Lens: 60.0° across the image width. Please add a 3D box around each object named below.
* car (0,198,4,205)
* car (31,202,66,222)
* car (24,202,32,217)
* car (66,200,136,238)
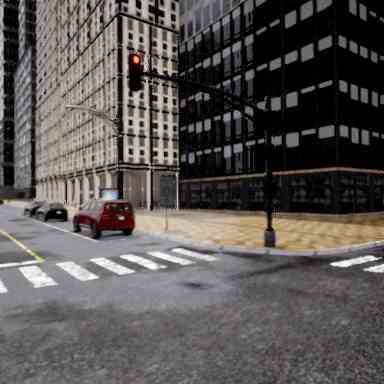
[{"bbox_3d":[-34.126,1.597,58.319,1.887,1.381,4.507,1,-1,-36],"label":"car"},{"bbox_3d":[-11.306,1.602,26.893,1.947,1.339,4.313,1,-1,-36],"label":"car"},{"bbox_3d":[-14.566,1.605,31.382,1.947,1.339,4.313,1,-1,-36],"label":"car"},{"bbox_3d":[-4.783,1.342,17.917,2.192,1.841,5.009,1,-1,-36],"label":"car"}]
